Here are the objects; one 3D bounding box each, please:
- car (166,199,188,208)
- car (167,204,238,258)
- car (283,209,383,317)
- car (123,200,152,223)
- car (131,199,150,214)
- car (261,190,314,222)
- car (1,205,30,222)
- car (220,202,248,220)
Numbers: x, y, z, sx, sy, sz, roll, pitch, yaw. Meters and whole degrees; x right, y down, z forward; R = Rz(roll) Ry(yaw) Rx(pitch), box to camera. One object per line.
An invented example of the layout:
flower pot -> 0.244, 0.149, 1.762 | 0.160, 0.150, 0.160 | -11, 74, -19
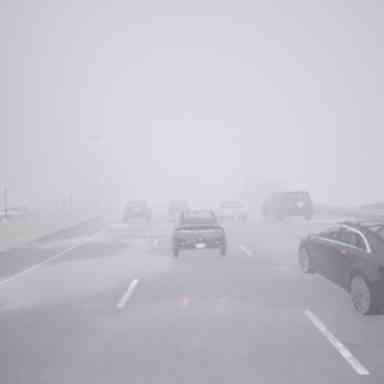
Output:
car -> -1.364, 1.437, 31.428 | 2.128, 1.511, 4.902 | -2, 0, -7
car -> 0.194, 1.445, 12.750 | 2.128, 1.511, 4.902 | -2, 0, -2
car -> 3.791, 1.346, 7.140 | 2.128, 1.511, 4.902 | -2, 0, 0
car -> -4.344, 1.408, 26.963 | 2.097, 1.767, 4.553 | -2, 0, -6
car -> -6.022, 1.622, 38.643 | 2.033, 1.411, 5.357 | -2, 0, -10
car -> 6.564, 0.935, 23.446 | 2.150, 2.045, 5.566 | -2, 0, -5
car -> -15.382, 1.931, 29.266 | 1.812, 1.442, 4.674 | -2, 0, -8
car -> 2.856, 1.428, 25.679 | 1.895, 1.301, 4.718 | -2, 0, -6
